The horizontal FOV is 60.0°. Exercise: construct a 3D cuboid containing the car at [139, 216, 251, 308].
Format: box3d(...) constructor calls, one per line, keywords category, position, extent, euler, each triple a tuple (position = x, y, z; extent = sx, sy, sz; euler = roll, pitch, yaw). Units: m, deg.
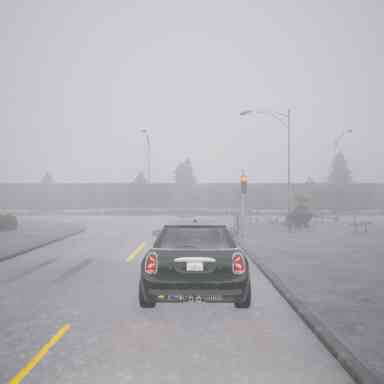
box3d(category="car", position=(0.075, 1.352, 8.061), extent=(2.097, 1.767, 4.553), euler=(0, 0, 1))
